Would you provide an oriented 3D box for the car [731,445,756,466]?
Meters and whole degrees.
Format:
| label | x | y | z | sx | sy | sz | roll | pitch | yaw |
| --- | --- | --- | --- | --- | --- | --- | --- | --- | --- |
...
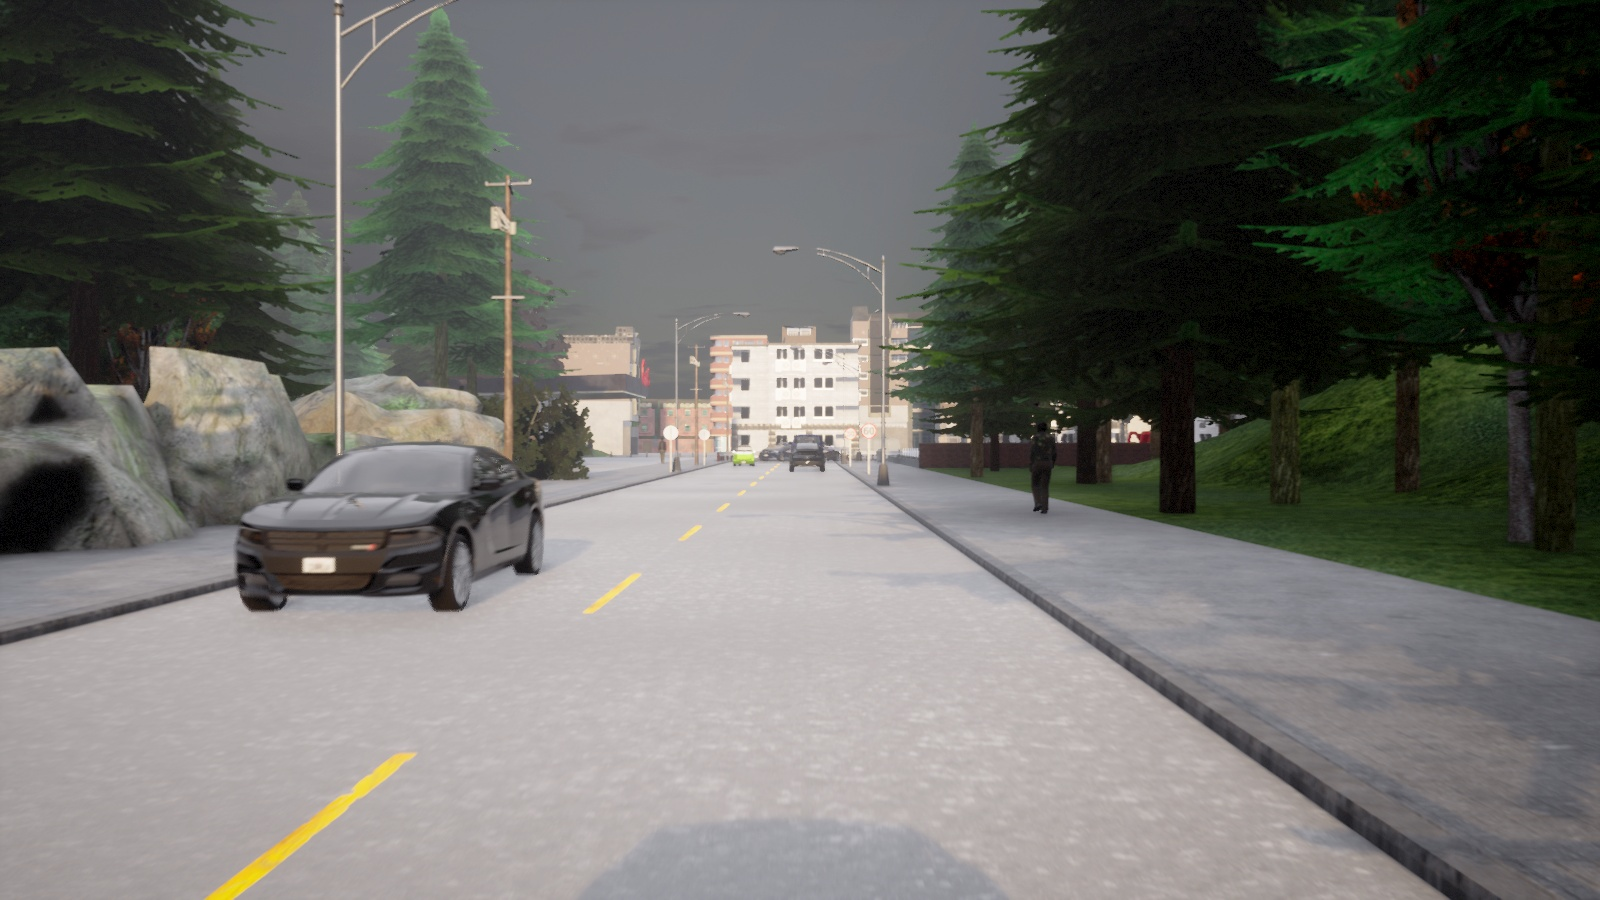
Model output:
| label | x | y | z | sx | sy | sz | roll | pitch | yaw |
| --- | --- | --- | --- | --- | --- | --- | --- | --- | --- |
| car | -3.564 | 0.348 | 79.976 | 1.481 | 1.376 | 2.207 | 0 | 0 | 0 |

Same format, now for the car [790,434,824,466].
| label | x | y | z | sx | sy | sz | roll | pitch | yaw |
| --- | --- | --- | --- | --- | --- | --- | --- | --- | --- |
| car | 0.442 | 0.002 | 82.312 | 2.150 | 2.045 | 5.566 | 0 | 0 | 0 |

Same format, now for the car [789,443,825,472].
| label | x | y | z | sx | sy | sz | roll | pitch | yaw |
| --- | --- | --- | --- | --- | --- | --- | --- | --- | --- |
| car | 0.373 | 0.376 | 66.646 | 1.837 | 1.490 | 4.892 | 0 | 0 | 0 |

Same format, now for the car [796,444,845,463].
| label | x | y | z | sx | sy | sz | roll | pitch | yaw |
| --- | --- | --- | --- | --- | --- | --- | --- | --- | --- |
| car | 1.608 | 0.253 | 96.409 | 2.033 | 1.411 | 5.357 | 0 | 0 | 21 |

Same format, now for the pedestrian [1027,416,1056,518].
| label | x | y | z | sx | sy | sz | roll | pitch | yaw |
| --- | --- | --- | --- | --- | --- | --- | --- | --- | --- |
| pedestrian | 4.684 | 0.323 | 24.340 | 0.395 | 1.930 | 0.692 | 0 | 0 | -3 |

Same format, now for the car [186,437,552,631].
| label | x | y | z | sx | sy | sz | roll | pitch | yaw |
| --- | --- | --- | --- | --- | --- | --- | --- | --- | --- |
| car | -3.913 | 0.651 | 12.451 | 1.882 | 1.535 | 5.008 | 0 | 0 | 0 |
